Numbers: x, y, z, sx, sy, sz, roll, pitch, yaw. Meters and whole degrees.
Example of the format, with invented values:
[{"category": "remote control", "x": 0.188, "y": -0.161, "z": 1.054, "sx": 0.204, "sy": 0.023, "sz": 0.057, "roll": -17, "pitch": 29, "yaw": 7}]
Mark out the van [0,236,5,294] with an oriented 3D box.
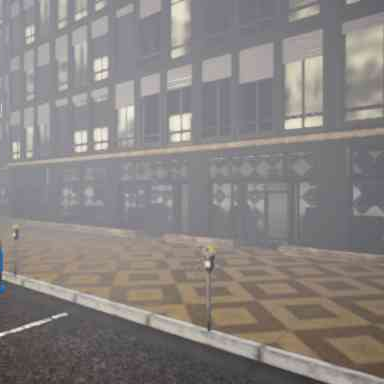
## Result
[{"category": "van", "x": -5.473, "y": 1.331, "z": 6.775, "sx": 3.998, "sy": 1.788, "sz": 1.690, "roll": 0, "pitch": 0, "yaw": 35}]
